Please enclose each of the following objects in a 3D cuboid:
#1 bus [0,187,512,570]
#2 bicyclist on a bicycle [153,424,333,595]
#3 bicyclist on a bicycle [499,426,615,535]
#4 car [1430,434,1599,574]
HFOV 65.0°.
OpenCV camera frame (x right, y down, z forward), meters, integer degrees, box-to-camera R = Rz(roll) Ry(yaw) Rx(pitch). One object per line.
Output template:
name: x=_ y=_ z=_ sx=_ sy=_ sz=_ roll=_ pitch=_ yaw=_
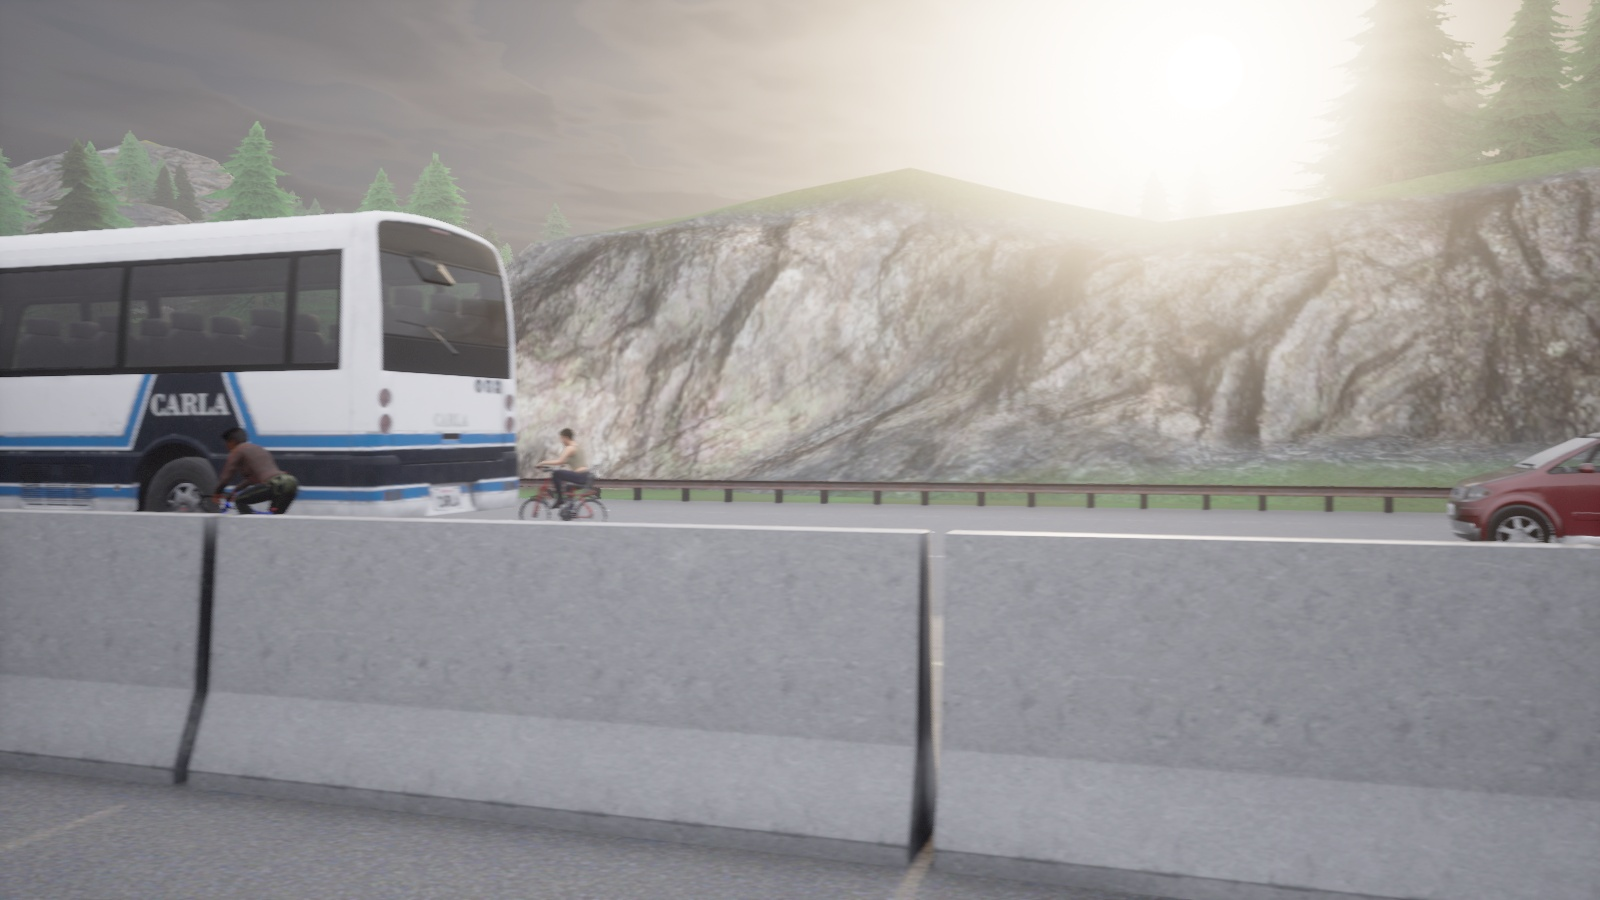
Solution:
bus: x=-9.560 y=-0.866 z=17.466 sx=10.273 sy=4.253 sz=3.944 roll=1 pitch=1 yaw=19
bicyclist on a bicycle: x=-5.513 y=0.560 z=12.432 sx=1.656 sy=1.620 sz=0.582 roll=0 pitch=1 yaw=19
bicyclist on a bicycle: x=-3.704 y=0.441 z=19.213 sx=1.509 sy=1.612 sz=0.866 roll=1 pitch=1 yaw=18
car: x=9.594 y=0.606 z=14.735 sx=3.705 sy=1.549 sz=1.789 roll=1 pitch=1 yaw=19
